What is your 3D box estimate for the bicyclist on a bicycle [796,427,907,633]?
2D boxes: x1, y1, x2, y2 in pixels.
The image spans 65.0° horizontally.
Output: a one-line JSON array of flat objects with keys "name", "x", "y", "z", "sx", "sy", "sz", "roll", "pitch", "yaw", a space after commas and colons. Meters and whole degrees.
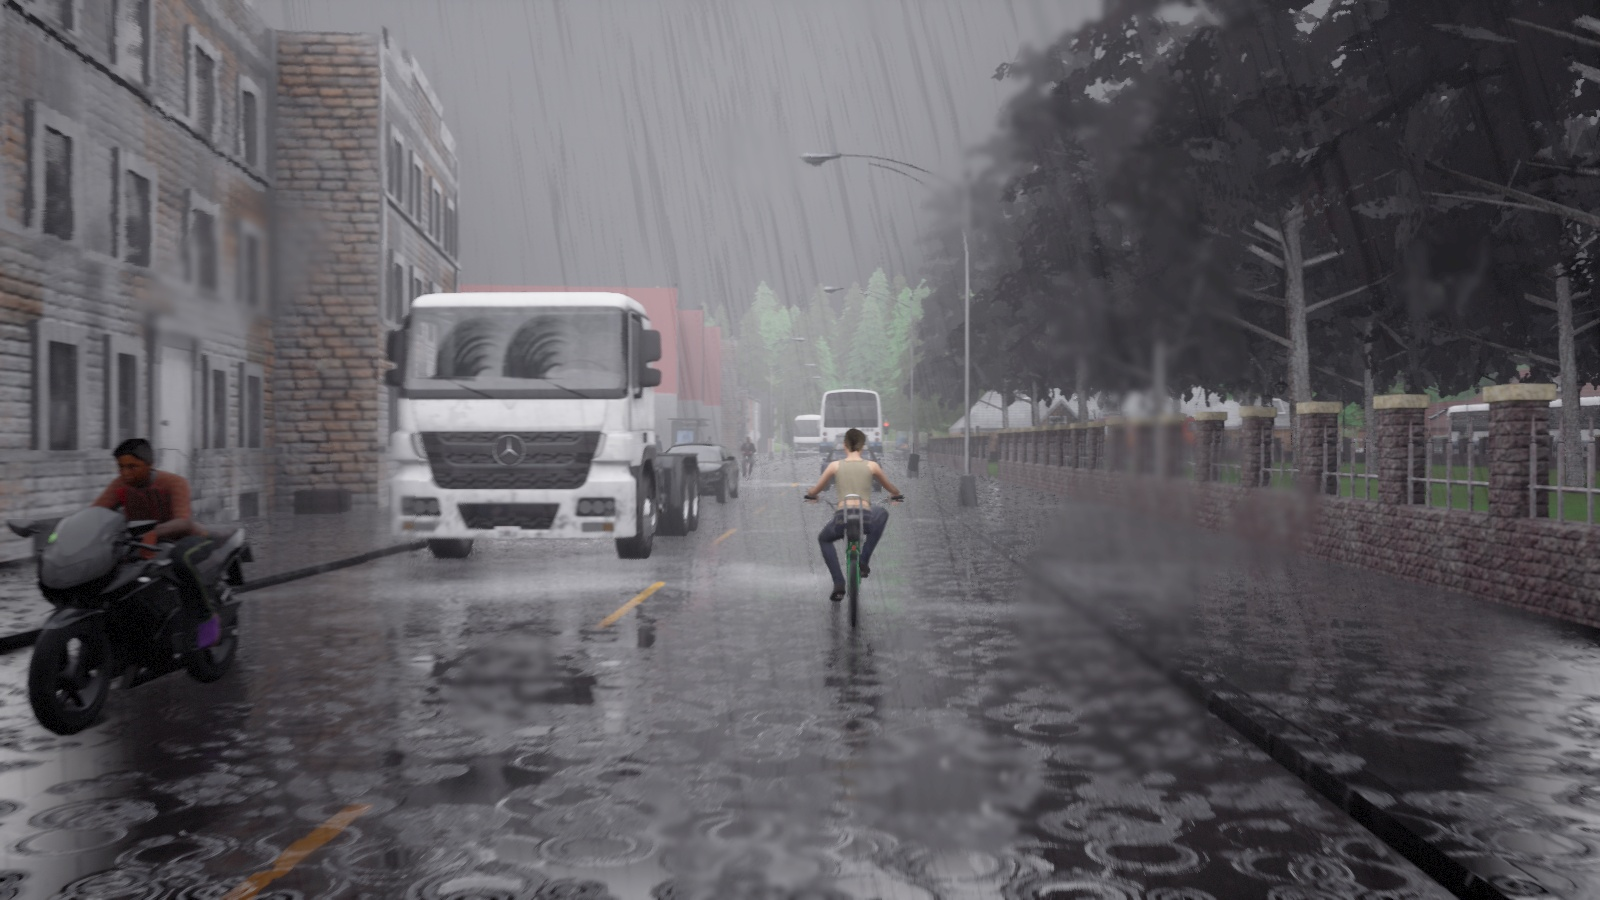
[{"name": "bicyclist on a bicycle", "x": 0.436, "y": 0.623, "z": 10.610, "sx": 0.866, "sy": 1.612, "sz": 1.509, "roll": 0, "pitch": 0, "yaw": 2}]

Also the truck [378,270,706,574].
[{"name": "truck", "x": -3.263, "y": -0.343, "z": 18.363, "sx": 2.891, "sy": 3.462, "sz": 7.936, "roll": 0, "pitch": 0, "yaw": 2}]

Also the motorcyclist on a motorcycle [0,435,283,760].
[{"name": "motorcyclist on a motorcycle", "x": -3.705, "y": 0.685, "z": 6.927, "sx": 0.797, "sy": 1.523, "sz": 2.044, "roll": 0, "pitch": 0, "yaw": 2}]

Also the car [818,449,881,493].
[{"name": "car", "x": 1.574, "y": 0.622, "z": 39.966, "sx": 1.895, "sy": 1.301, "sz": 4.718, "roll": 0, "pitch": 0, "yaw": 2}]

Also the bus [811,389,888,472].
[{"name": "bus", "x": 2.760, "y": -1.021, "z": 69.515, "sx": 3.944, "sy": 4.253, "sz": 10.273, "roll": 0, "pitch": 0, "yaw": 3}]

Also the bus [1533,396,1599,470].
[{"name": "bus", "x": 48.021, "y": -0.995, "z": 73.606, "sx": 3.944, "sy": 4.253, "sz": 10.273, "roll": 0, "pitch": 0, "yaw": -1}]

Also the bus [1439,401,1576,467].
[{"name": "bus", "x": 48.299, "y": -1.066, "z": 86.229, "sx": 3.944, "sy": 4.253, "sz": 10.273, "roll": 0, "pitch": 0, "yaw": 2}]

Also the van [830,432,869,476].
[{"name": "van", "x": 2.364, "y": 0.163, "z": 59.786, "sx": 1.775, "sy": 1.987, "sz": 4.442, "roll": 0, "pitch": 0, "yaw": 2}]

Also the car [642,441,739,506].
[{"name": "car", "x": -2.724, "y": 0.538, "z": 32.350, "sx": 1.882, "sy": 1.535, "sz": 5.008, "roll": 0, "pitch": 0, "yaw": 2}]
